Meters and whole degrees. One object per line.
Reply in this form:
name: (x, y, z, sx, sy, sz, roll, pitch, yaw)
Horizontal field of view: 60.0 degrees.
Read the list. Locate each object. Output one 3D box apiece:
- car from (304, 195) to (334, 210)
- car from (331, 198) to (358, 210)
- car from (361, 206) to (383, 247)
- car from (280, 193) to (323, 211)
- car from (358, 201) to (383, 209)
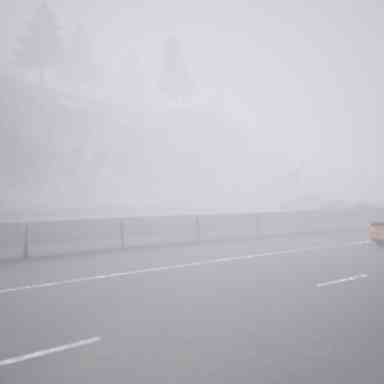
car: (15.045, 1.412, 35.809, 4.902, 1.511, 2.128, 0, 0, -23)
car: (16.447, 1.541, 32.606, 4.718, 1.301, 1.895, 0, 0, -23)
car: (9.341, 1.465, 13.410, 5.008, 1.535, 1.882, 0, 0, -29)
car: (12.935, 1.118, 38.712, 5.566, 2.045, 2.150, 1, 0, -23)
car: (17.150, 1.524, 29.099, 4.181, 1.385, 1.994, 0, 0, -23)
